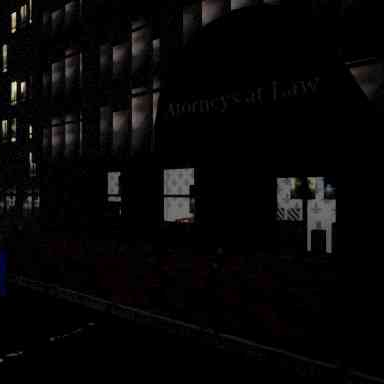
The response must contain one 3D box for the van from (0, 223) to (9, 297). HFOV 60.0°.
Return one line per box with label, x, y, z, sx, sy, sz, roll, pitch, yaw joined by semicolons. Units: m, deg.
van;-5.358;1.343;6.692;3.998;1.788;1.690;0;0;35
